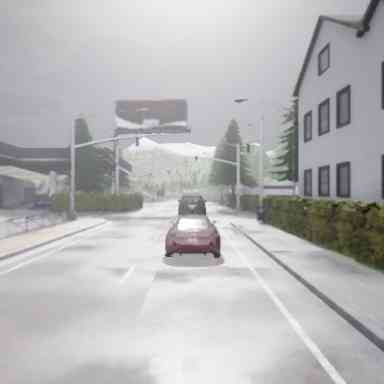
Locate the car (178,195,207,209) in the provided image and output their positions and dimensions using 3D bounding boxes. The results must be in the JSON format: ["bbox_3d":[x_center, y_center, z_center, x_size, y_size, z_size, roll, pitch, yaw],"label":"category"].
[{"bbox_3d":[0.028,1.241,26.696,2.150,2.045,5.566,0,0,0],"label":"car"}]

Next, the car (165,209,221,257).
[{"bbox_3d":[0.046,1.569,12.994,1.994,1.385,4.181,0,0,0],"label":"car"}]

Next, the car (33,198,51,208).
[{"bbox_3d":[-22.177,1.687,51.748,4.611,1.667,2.242,0,0,0],"label":"car"}]
